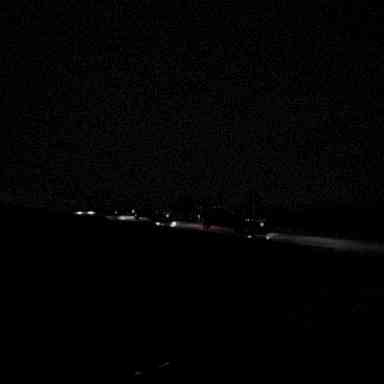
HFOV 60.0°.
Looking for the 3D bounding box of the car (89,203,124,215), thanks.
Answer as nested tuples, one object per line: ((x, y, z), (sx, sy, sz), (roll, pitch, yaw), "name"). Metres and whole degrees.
((-9.155, 1.827, 36.189), (1.895, 1.301, 4.718), (1, -1, -36), "car")

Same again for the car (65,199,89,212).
((-15.004, 1.828, 44.356), (1.837, 1.490, 4.892), (1, -1, -36), "car")

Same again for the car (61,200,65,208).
((-21.560, 2.021, 58.411), (1.882, 1.535, 5.008), (1, -1, -36), "car")

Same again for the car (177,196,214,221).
((-0.225, 1.398, 28.901), (2.150, 2.045, 5.566), (1, -1, -36), "car")

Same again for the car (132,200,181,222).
((-3.353, 1.628, 28.136), (2.128, 1.511, 4.902), (1, -1, -36), "car")

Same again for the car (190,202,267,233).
((2.367, 1.554, 20.282), (2.128, 1.511, 4.902), (1, -1, -37), "car")
